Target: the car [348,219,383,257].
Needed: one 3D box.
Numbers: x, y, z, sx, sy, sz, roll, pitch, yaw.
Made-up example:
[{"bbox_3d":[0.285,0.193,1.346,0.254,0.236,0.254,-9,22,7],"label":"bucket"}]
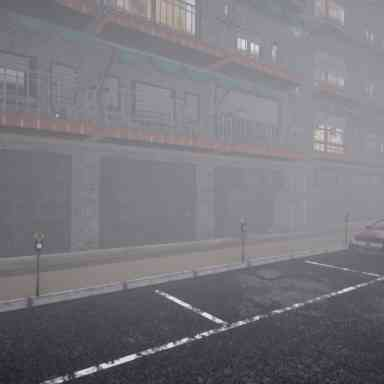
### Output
[{"bbox_3d":[7.255,1.583,11.728,4.206,1.307,1.802,0,1,-36],"label":"car"}]
